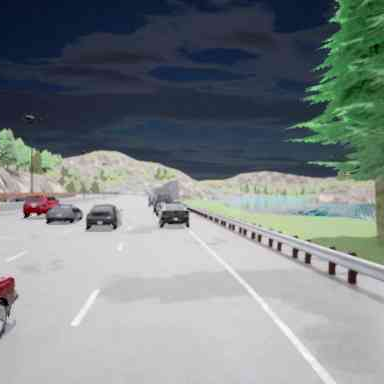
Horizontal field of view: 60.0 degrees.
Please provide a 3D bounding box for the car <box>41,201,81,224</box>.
[{"bbox_3d":[-9.679,1.625,25.557,1.994,1.385,4.181,0,0,-7],"label":"car"}]

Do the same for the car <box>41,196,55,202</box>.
[{"bbox_3d":[-34.420,1.739,79.532,1.994,1.385,4.181,0,0,-7],"label":"car"}]

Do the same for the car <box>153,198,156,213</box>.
[{"bbox_3d":[-2.583,1.570,32.730,1.812,1.442,4.674,0,0,-7],"label":"car"}]

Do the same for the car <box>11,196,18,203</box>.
[{"bbox_3d":[-37.085,1.803,72.871,1.895,1.301,4.718,0,0,-7],"label":"car"}]

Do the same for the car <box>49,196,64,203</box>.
[{"bbox_3d":[-30.201,1.709,74.215,1.812,1.442,4.674,0,0,-7],"label":"car"}]

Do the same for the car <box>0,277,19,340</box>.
[{"bbox_3d":[-3.708,1.618,3.394,1.895,1.301,4.718,0,0,-3],"label":"car"}]

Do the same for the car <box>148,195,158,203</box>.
[{"bbox_3d":[-8.071,1.431,68.972,1.882,1.535,5.008,0,0,-7],"label":"car"}]

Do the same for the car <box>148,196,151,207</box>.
[{"bbox_3d":[-6.059,1.604,53.510,1.812,1.442,4.674,0,0,-7],"label":"car"}]

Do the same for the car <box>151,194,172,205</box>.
[{"bbox_3d":[-3.360,1.277,38.711,2.150,2.045,5.566,0,0,-7],"label":"car"}]

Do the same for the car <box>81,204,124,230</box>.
[{"bbox_3d":[-5.669,1.548,21.780,1.837,1.490,4.892,0,0,-7],"label":"car"}]

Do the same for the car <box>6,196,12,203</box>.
[{"bbox_3d":[-41.079,1.731,76.450,2.128,1.511,4.902,0,0,-7],"label":"car"}]

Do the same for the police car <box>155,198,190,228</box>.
[{"bbox_3d":[-1.311,1.455,22.923,1.930,1.638,5.238,0,0,-7],"label":"police car"}]

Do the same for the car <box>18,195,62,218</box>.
[{"bbox_3d":[-13.939,1.304,31.253,2.150,2.045,5.566,0,0,-7],"label":"car"}]
